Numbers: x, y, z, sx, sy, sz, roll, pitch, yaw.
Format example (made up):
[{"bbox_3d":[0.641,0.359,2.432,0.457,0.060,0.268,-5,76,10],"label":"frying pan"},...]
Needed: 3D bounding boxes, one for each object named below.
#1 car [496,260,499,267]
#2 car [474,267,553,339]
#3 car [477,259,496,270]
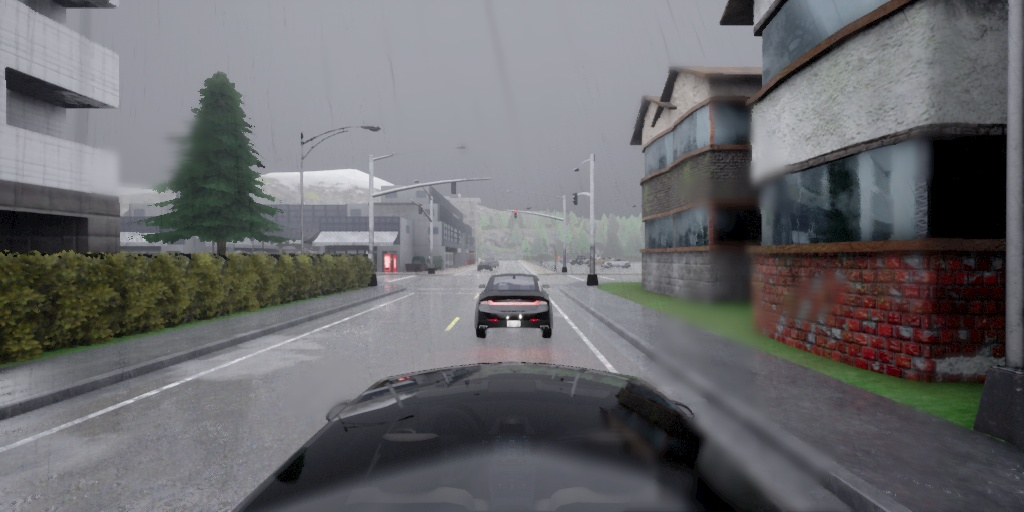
[{"bbox_3d":[-3.558,1.313,58.243,1.994,1.385,4.181,0,0,0],"label":"car"},{"bbox_3d":[0.059,1.241,10.129,2.128,1.511,4.902,0,0,0],"label":"car"},{"bbox_3d":[-3.573,1.350,48.217,1.895,1.301,4.718,0,0,0],"label":"car"}]
